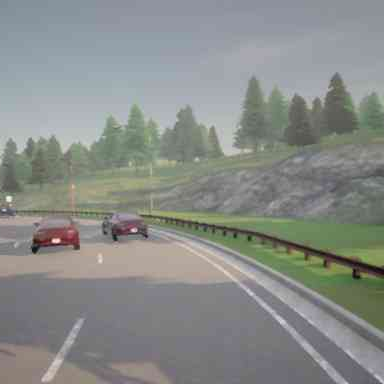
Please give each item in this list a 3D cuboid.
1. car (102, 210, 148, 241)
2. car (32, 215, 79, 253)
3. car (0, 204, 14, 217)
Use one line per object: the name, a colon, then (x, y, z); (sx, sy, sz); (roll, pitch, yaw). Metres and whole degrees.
car: (-3.733, 1.734, 18.272); (1.812, 1.442, 4.674); (-1, 0, -24)
car: (-6.217, 1.794, 15.269); (1.812, 1.442, 4.674); (-1, -1, -22)
car: (-24.129, 2.301, 41.281); (4.553, 1.767, 2.097); (-2, 0, 36)
